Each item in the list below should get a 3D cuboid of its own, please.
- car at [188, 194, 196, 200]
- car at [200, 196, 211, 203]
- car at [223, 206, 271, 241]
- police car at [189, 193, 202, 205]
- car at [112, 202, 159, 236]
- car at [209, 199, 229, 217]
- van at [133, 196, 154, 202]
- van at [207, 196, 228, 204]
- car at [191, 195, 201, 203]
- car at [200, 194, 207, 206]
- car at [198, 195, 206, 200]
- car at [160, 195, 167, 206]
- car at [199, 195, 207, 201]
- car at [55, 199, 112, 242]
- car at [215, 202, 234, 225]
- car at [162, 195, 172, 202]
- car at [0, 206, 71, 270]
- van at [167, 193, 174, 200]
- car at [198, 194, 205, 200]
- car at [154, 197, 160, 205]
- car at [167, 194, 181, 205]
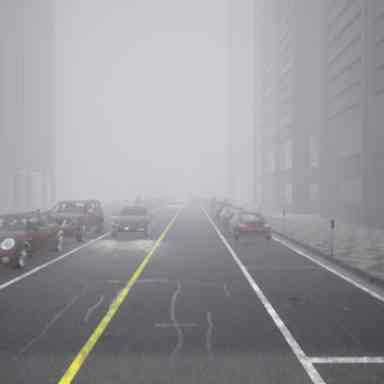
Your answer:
[{"bbox_3d":[-0.037,1.341,92.170,2.033,1.411,5.357,0,0,0],"label":"car"},{"bbox_3d":[2.733,1.518,67.215,2.008,1.369,4.403,0,0,0],"label":"car"},{"bbox_3d":[2.752,1.576,16.449,1.802,1.307,4.206,0,0,0],"label":"car"},{"bbox_3d":[0.864,1.401,57.779,1.930,1.638,5.238,0,0,0],"label":"police car"},{"bbox_3d":[-3.108,1.498,18.284,1.837,1.490,4.892,0,0,0],"label":"car"},{"bbox_3d":[2.748,1.555,27.731,1.947,1.339,4.313,0,0,0],"label":"car"},{"bbox_3d":[-5.783,1.325,39.006,1.690,1.788,3.998,0,0,0],"label":"van"},{"bbox_3d":[2.745,1.328,33.371,1.690,1.788,3.998,0,0,0],"label":"van"},{"bbox_3d":[0.809,1.473,67.669,1.837,1.490,4.892,0,0,0],"label":"car"},{"bbox_3d":[2.737,1.520,55.934,1.887,1.381,4.507,0,0,0],"label":"car"},{"bbox_3d":[2.724,1.494,89.778,2.008,1.369,4.403,0,0,0],"label":"car"},{"bbox_3d":[-5.788,1.541,55.928,1.947,1.339,4.313,0,0,0],"label":"car"},{"bbox_3d":[2.726,1.475,84.307,1.752,1.417,4.829,0,0,0],"label":"car"},{"bbox_3d":[-5.774,1.309,16.442,2.192,1.841,5.009,0,0,0],"label":"car"},{"bbox_3d":[2.750,1.573,22.090,1.802,1.307,4.206,0,0,0],"label":"car"},{"bbox_3d":[-5.797,1.522,78.492,1.947,1.339,4.313,0,0,0],"label":"car"},{"bbox_3d":[-5.771,1.436,10.800,1.967,1.590,4.097,0,0,0],"label":"car"},{"bbox_3d":[-5.802,1.284,89.774,1.690,1.788,3.998,0,0,0],"label":"van"},{"bbox_3d":[2.721,1.375,95.419,1.967,1.590,4.097,0,0,0],"label":"car"},{"bbox_3d":[-5.784,1.526,44.647,1.887,1.381,4.507,0,0,0],"label":"car"},{"bbox_3d":[-3.067,1.574,59.463,1.895,1.301,4.718,0,0,1],"label":"car"}]
